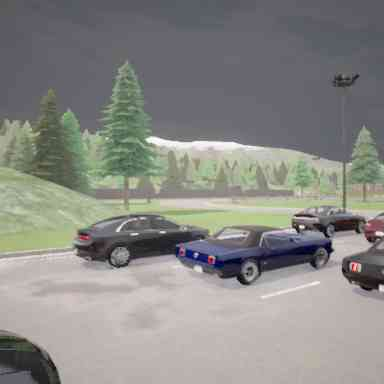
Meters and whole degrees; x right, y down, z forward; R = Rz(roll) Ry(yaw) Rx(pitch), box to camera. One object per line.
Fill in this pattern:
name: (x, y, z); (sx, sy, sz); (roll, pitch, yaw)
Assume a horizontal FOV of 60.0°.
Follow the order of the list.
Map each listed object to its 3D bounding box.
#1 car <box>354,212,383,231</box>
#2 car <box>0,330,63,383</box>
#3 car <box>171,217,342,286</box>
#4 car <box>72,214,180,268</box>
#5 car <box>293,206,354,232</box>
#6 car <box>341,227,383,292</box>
car: (9.442, 1.517, 14.759); (4.674, 1.442, 1.812); (0, 0, -35)
car: (-3.146, 1.493, 1.502); (4.902, 1.511, 2.128); (0, 0, -35)
car: (1.967, 1.597, 9.439); (4.718, 1.301, 1.895); (0, 0, -35)
car: (-1.482, 1.502, 11.281); (4.892, 1.490, 1.837); (0, 0, -35)
car: (7.299, 1.482, 17.530); (4.902, 1.511, 2.128); (0, 0, -35)
car: (5.596, 1.596, 7.726); (4.718, 1.301, 1.895); (0, 0, -35)
